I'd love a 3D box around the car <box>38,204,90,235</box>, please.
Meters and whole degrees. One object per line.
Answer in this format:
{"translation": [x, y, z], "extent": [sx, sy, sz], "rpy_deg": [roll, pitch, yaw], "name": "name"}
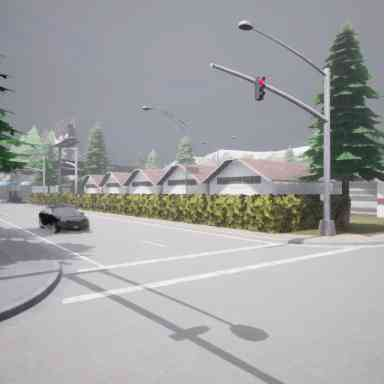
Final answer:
{"translation": [-7.584, 1.539, 19.489], "extent": [1.882, 1.535, 5.008], "rpy_deg": [0, 1, -37], "name": "car"}
